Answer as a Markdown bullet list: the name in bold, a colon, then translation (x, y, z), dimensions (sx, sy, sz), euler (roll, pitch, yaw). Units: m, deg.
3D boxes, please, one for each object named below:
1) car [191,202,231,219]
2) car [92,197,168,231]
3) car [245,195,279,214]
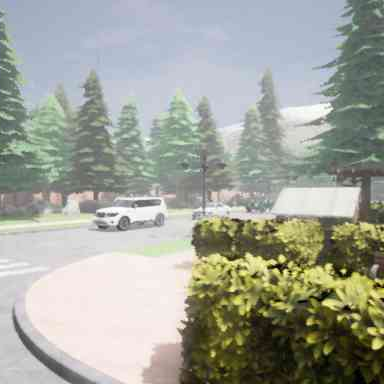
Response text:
- **car**: translation (1.808, 1.664, 30.131), dimensions (1.812, 1.442, 4.674), euler (0, 0, 37)
- **car**: translation (-3.941, 1.360, 22.199), dimensions (2.150, 2.045, 5.566), euler (0, 0, 36)
- **car**: translation (8.375, 1.360, 38.611), dimensions (2.150, 2.045, 5.566), euler (0, 0, 40)
